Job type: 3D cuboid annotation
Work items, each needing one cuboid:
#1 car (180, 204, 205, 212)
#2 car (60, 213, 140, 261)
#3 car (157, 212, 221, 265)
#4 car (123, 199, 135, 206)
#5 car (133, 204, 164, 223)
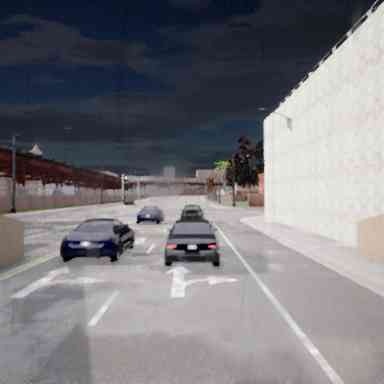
[{"bbox_3d":[0.043,1.820,28.207,1.837,1.490,4.892,0,0,1],"label":"car"},{"bbox_3d":[-3.475,1.708,12.948,1.994,1.385,4.181,0,-1,0],"label":"car"},{"bbox_3d":[0.016,1.684,12.222,2.033,1.411,5.357,0,-1,0],"label":"car"},{"bbox_3d":[-13.949,2.357,73.944,2.033,1.411,5.357,0,-1,0],"label":"car"},{"bbox_3d":[-3.458,1.877,28.201,1.994,1.385,4.181,0,-1,0],"label":"car"}]
